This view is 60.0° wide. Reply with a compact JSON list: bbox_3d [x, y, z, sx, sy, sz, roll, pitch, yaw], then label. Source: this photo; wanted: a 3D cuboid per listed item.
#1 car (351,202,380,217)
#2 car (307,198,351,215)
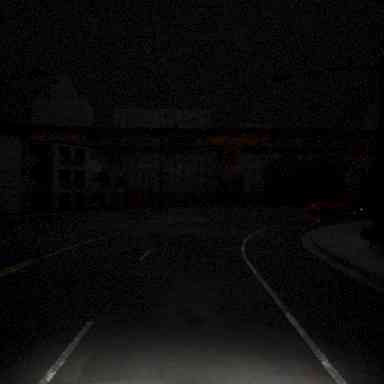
[{"bbox_3d":[17.732,1.593,31.402,4.181,1.385,1.994,0,0,-13],"label":"car"},{"bbox_3d":[14.256,1.382,34.242,4.553,1.767,2.097,0,0,-20],"label":"car"}]
